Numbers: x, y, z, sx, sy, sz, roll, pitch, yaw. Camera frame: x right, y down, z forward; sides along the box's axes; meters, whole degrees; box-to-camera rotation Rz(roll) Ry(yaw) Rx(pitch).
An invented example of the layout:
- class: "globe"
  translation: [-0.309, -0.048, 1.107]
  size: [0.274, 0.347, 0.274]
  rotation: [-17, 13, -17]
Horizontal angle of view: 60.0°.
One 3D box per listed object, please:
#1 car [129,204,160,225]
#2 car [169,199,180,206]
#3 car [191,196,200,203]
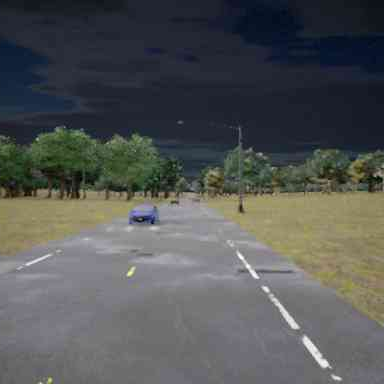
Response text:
- class: "car"
  translation: [-3.592, 1.647, 25.633]
  size: [1.882, 1.535, 5.008]
  rotation: [0, 0, 0]
- class: "car"
  translation: [-3.507, 2.035, 67.052]
  size: [1.895, 1.301, 4.718]
  rotation: [0, 0, 0]
- class: "car"
  translation: [1.216, 2.187, 90.536]
  size: [1.812, 1.442, 4.674]
  rotation: [0, 0, 0]
